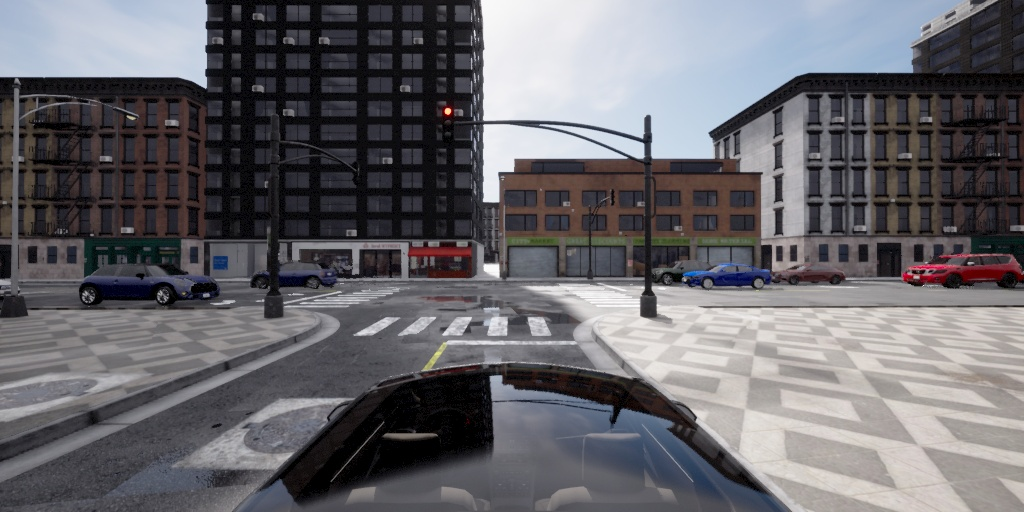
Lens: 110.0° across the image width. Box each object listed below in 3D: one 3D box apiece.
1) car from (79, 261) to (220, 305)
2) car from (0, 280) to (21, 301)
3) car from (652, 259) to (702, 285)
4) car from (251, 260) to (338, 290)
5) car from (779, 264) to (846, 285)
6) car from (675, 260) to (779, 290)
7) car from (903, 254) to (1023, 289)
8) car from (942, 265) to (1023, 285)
[{"bbox_3d":[-15.217,1.088,15.257,4.553,1.767,2.097,0,0,1],"label":"car"},{"bbox_3d":[-24.098,1.279,15.251,4.674,1.442,1.812,0,0,0],"label":"car"},{"bbox_3d":[11.965,1.117,25.316,4.553,1.767,2.097,0,0,0],"label":"car"},{"bbox_3d":[-13.290,1.139,21.986,4.553,1.767,2.097,0,0,0],"label":"car"},{"bbox_3d":[20.793,1.272,25.327,4.674,1.442,1.812,0,0,0],"label":"car"},{"bbox_3d":[13.103,1.213,22.058,5.008,1.535,1.882,0,0,-2],"label":"car"},{"bbox_3d":[27.708,0.919,22.114,5.566,2.045,2.150,-1,0,0],"label":"car"},{"bbox_3d":[33.901,1.320,25.376,4.718,1.301,1.895,0,0,-1],"label":"car"}]
